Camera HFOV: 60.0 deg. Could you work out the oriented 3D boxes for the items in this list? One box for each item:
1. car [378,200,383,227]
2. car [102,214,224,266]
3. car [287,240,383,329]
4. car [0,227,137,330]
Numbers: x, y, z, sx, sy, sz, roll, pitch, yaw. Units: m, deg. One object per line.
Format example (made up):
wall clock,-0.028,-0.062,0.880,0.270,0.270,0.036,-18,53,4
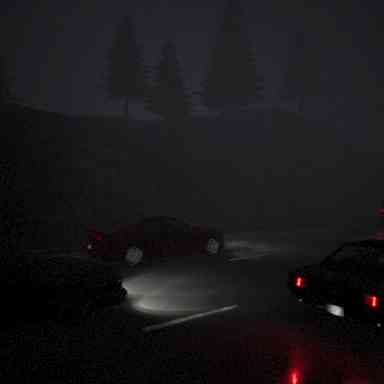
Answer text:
car,15.185,1.404,23.312,5.566,2.045,2.150,0,0,-37
car,-1.117,1.517,11.547,5.008,1.535,1.882,0,0,-35
car,4.149,1.651,6.704,4.718,1.301,1.895,0,0,-36
car,-3.825,1.547,5.317,5.357,1.411,2.033,0,0,-36
